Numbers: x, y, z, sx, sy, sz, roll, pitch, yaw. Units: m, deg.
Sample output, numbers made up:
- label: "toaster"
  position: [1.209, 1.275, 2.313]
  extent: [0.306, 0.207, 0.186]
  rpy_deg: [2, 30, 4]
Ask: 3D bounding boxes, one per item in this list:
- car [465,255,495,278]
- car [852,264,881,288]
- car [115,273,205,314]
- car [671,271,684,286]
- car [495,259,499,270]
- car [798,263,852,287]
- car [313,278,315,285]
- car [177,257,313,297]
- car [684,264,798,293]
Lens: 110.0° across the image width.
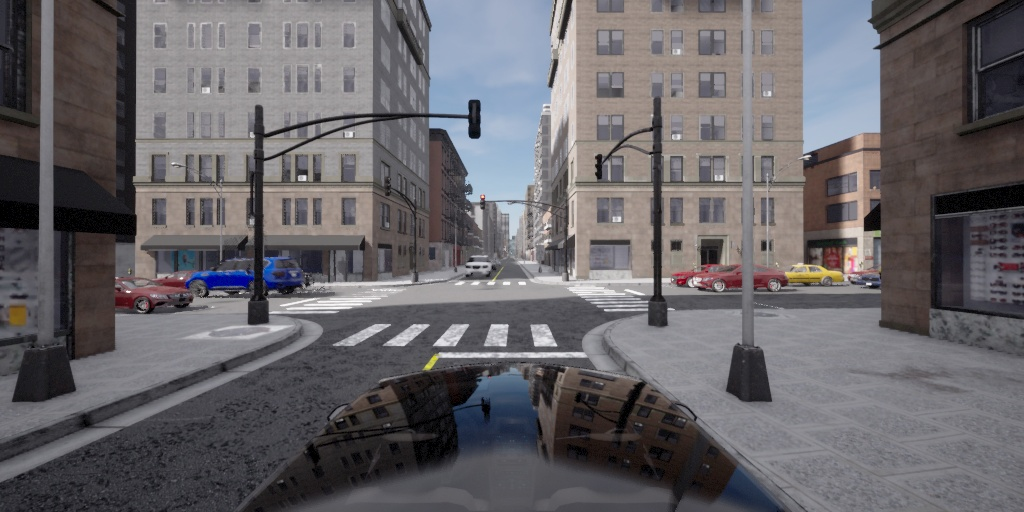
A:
- label: "car"
  position: [-3.116, 0.962, 34.058]
  extent: [2.150, 2.045, 5.566]
  rpy_deg: [0, 0, 0]
- label: "car"
  position: [21.819, 1.087, 19.208]
  extent: [5.357, 1.411, 2.033]
  rpy_deg: [-1, 0, 1]
- label: "car"
  position: [-14.660, 1.451, 13.674]
  extent: [4.207, 1.307, 1.802]
  rpy_deg: [0, 0, 0]
- label: "car"
  position: [12.132, 1.190, 22.027]
  extent: [4.507, 1.381, 1.888]
  rpy_deg: [0, 0, 0]
- label: "car"
  position: [-3.125, 1.194, 48.954]
  extent: [1.882, 1.535, 5.008]
  rpy_deg: [0, 0, 0]
- label: "car"
  position: [17.454, 1.117, 21.993]
  extent: [4.829, 1.417, 1.751]
  rpy_deg: [0, 0, 0]
- label: "car"
  position: [-14.631, 1.458, 22.200]
  extent: [4.403, 1.370, 2.007]
  rpy_deg: [0, 0, 0]
- label: "car"
  position: [-14.009, 1.108, 18.977]
  extent: [5.566, 2.045, 2.150]
  rpy_deg: [-1, 0, 6]
- label: "car"
  position: [12.188, 1.157, 19.272]
  extent: [4.674, 1.442, 1.812]
  rpy_deg: [-1, 0, 1]
